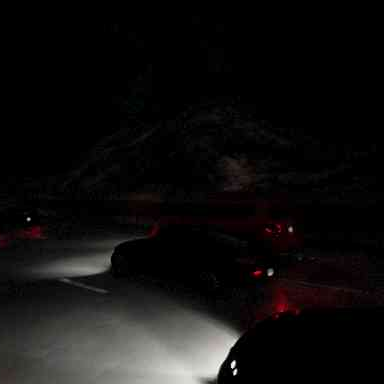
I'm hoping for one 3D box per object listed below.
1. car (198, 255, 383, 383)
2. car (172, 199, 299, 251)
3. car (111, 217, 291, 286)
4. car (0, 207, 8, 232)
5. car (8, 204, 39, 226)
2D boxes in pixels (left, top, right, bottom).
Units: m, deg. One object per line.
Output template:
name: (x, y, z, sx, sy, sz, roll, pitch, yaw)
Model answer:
car: (2.243, 1.570, 2.510, 4.181, 1.385, 1.994, 0, 0, 36)
car: (1.016, 1.290, 12.159, 5.566, 2.045, 2.150, 0, 0, 38)
car: (-0.110, 1.578, 8.633, 4.674, 1.442, 1.812, 0, 0, 38)
car: (-13.431, 1.528, 20.614, 2.097, 1.767, 4.553, 0, 0, -45)
car: (-13.332, 1.711, 25.560, 1.837, 1.490, 4.892, 0, 0, -43)
